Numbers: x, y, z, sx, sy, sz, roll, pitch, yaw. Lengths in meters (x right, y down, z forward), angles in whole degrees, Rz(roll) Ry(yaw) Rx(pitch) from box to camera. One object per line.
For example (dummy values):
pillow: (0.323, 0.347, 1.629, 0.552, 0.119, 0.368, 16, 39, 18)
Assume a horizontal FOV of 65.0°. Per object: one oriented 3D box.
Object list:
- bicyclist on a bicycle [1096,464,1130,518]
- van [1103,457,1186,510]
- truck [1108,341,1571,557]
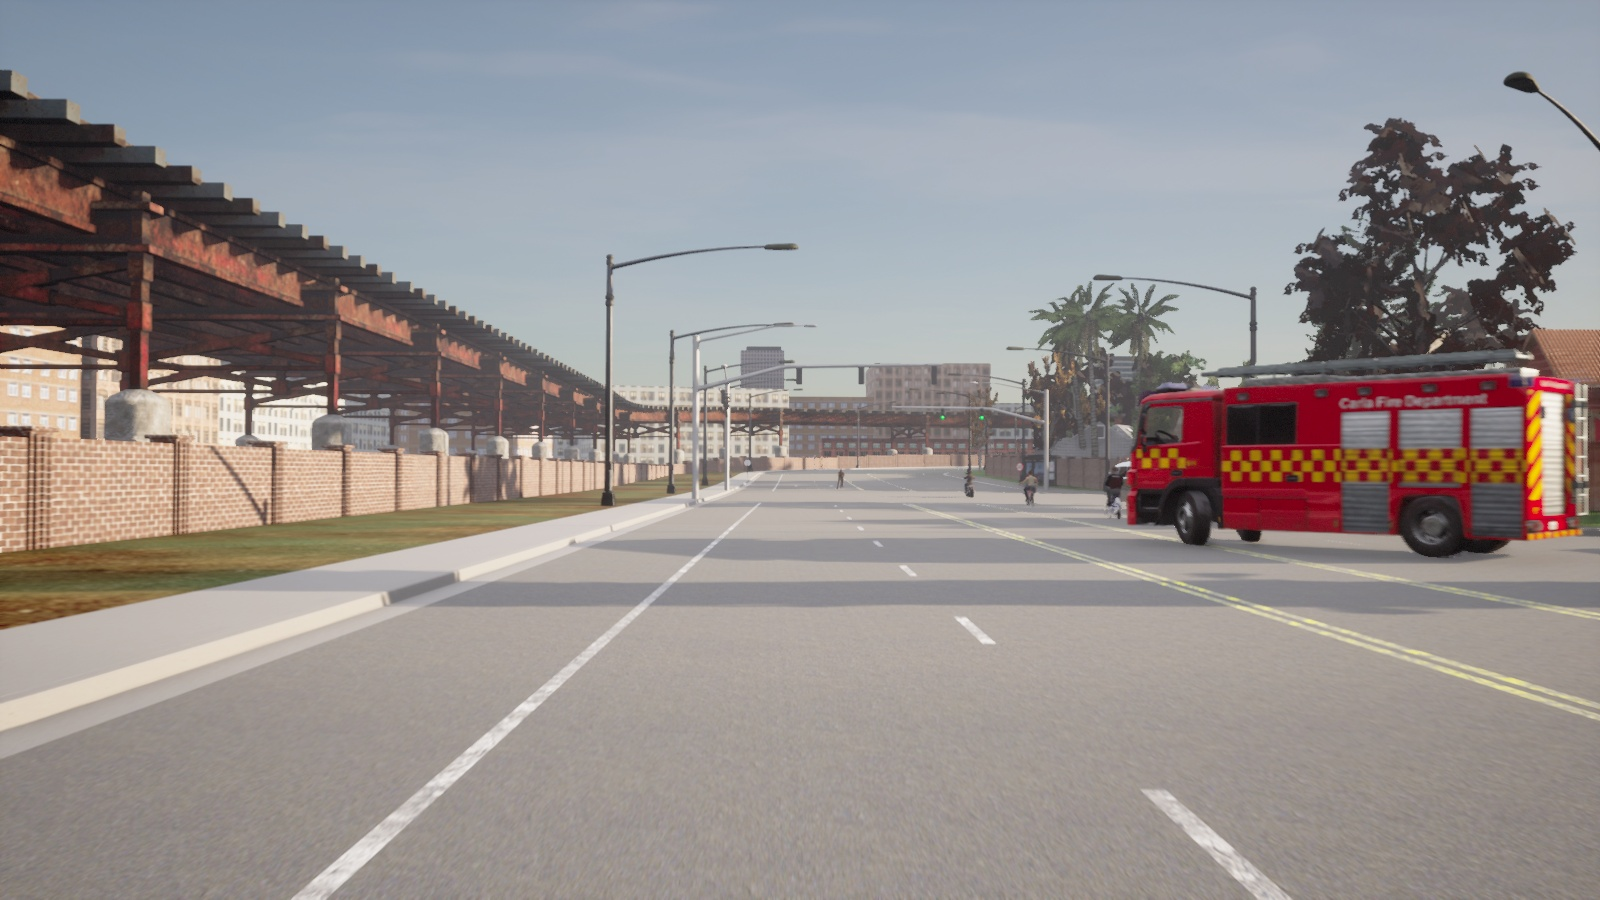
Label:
bicyclist on a bicycle: (10.396, 1.344, 41.805, 0.659, 1.776, 1.843, 0, -1, 0)
van: (13.868, 1.333, 50.809, 2.069, 2.038, 4.480, 0, -1, 0)
truck: (10.918, 0.047, 26.385, 2.891, 3.827, 8.468, 0, -1, -41)
